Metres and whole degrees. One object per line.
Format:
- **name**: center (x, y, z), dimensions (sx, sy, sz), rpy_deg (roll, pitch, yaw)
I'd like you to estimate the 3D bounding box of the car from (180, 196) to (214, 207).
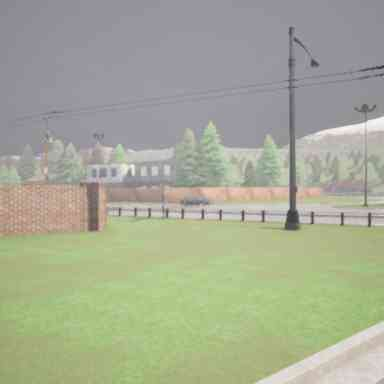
- **car**: center (0.576, 1.246, 43.607), dimensions (4.674, 1.442, 1.812), rpy_deg (0, 0, 29)
